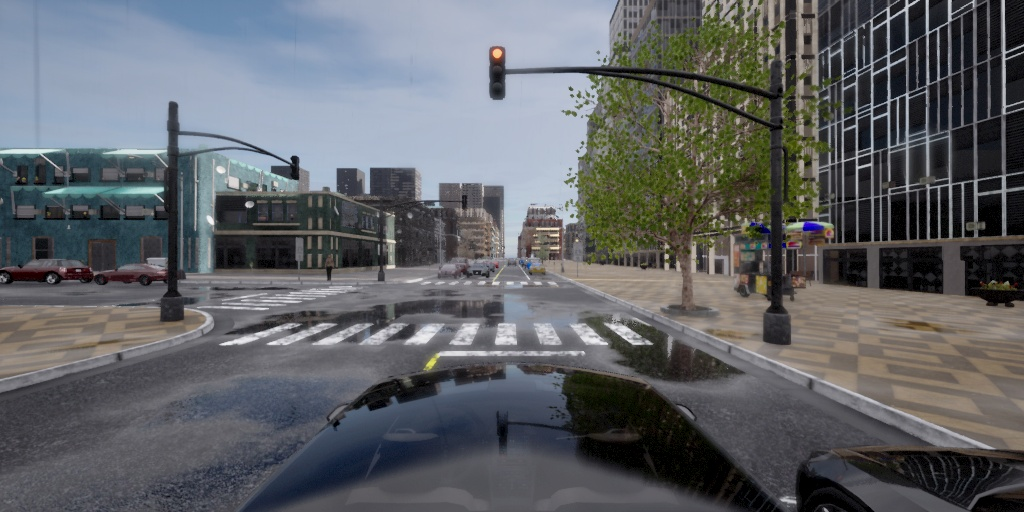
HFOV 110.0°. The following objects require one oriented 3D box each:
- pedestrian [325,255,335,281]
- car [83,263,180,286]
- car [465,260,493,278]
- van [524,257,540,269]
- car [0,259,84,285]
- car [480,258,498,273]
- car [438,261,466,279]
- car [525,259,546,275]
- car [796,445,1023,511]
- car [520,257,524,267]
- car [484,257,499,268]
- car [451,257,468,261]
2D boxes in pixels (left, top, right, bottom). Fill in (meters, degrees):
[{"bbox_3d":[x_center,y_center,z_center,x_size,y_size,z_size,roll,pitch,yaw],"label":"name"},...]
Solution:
[{"bbox_3d":[-12.749,0.792,24.973,0.375,1.860,0.375,0,-1,-1],"label":"pedestrian"},{"bbox_3d":[-22.821,1.093,21.882,4.207,1.307,1.802,0,0,-1],"label":"car"},{"bbox_3d":[-3.099,1.321,33.793,1.994,1.385,4.181,0,0,0],"label":"car"},{"bbox_3d":[2.691,1.101,44.073,1.690,1.789,3.998,0,0,0],"label":"van"},{"bbox_3d":[-28.369,0.882,21.804,4.097,1.591,1.967,0,0,-1],"label":"car"},{"bbox_3d":[-3.098,1.324,43.842,1.994,1.385,4.181,0,0,0],"label":"car"},{"bbox_3d":[-5.689,1.339,32.968,1.802,1.307,4.207,0,0,0],"label":"car"},{"bbox_3d":[2.691,1.284,38.692,1.751,1.417,4.829,0,0,0],"label":"car"},{"bbox_3d":[2.691,1.315,0.493,1.948,1.339,4.313,0,0,0],"label":"car"},{"bbox_3d":[2.691,1.313,55.175,2.007,1.370,4.403,0,0,0],"label":"car"},{"bbox_3d":[-3.079,1.241,57.118,1.882,1.535,5.008,0,0,0],"label":"car"},{"bbox_3d":[-5.689,1.073,38.519,2.192,1.841,5.009,0,0,0],"label":"car"}]
